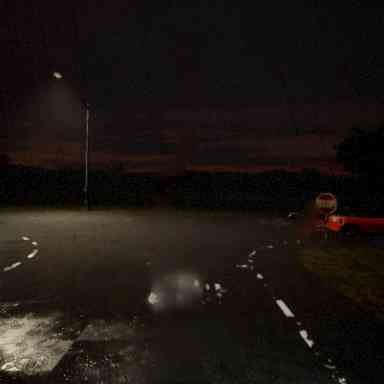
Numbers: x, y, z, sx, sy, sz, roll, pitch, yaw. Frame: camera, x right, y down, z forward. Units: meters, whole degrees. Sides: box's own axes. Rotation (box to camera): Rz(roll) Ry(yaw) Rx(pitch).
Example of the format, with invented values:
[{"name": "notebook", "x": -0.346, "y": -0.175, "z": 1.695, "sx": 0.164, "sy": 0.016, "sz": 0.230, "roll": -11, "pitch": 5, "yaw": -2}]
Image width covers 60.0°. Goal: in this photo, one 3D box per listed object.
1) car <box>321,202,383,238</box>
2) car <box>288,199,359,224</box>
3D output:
[{"name": "car", "x": 10.463, "y": 1.743, "z": 19.535, "sx": 4.553, "sy": 1.767, "sz": 2.097, "roll": 2, "pitch": 1, "yaw": 0}, {"name": "car", "x": 10.596, "y": 1.586, "z": 26.529, "sx": 5.566, "sy": 2.045, "sz": 2.150, "roll": 1, "pitch": 1, "yaw": 0}]
